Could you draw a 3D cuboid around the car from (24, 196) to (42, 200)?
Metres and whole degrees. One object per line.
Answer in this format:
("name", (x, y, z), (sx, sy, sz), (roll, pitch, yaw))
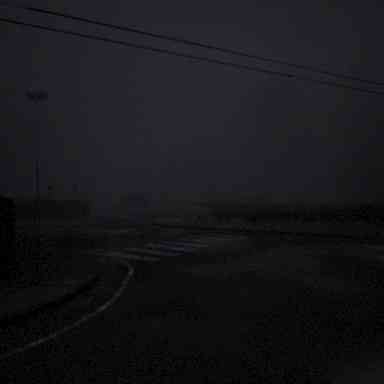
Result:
("car", (-27.828, 1.353, 57.529), (1.784, 1.438, 3.905), (0, 1, 29))

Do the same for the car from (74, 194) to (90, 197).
("car", (-22.635, 1.197, 69.359), (1.816, 1.474, 4.193), (0, 1, 29))

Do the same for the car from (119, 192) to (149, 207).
("car", (-8.081, 1.085, 46.786), (1.932, 1.855, 4.605), (0, 1, 29))

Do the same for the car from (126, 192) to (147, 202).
("car", (-10.569, 0.965, 63.318), (1.905, 1.878, 3.866), (0, 1, 29))

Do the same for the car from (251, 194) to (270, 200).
("car", (10.604, 1.073, 51.584), (2.242, 1.667, 4.611), (0, 1, 29))
